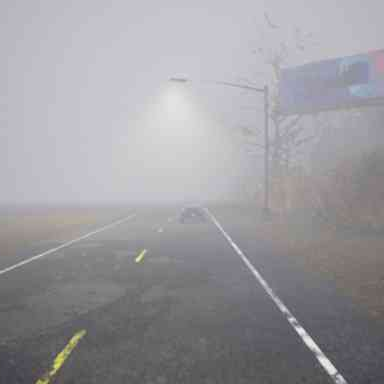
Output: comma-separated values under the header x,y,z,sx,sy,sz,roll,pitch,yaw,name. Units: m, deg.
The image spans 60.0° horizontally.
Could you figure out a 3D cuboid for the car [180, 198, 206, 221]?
x,y,z,sx,sy,sz,roll,pitch,yaw,name
0.076,1.428,25.710,1.812,1.442,4.674,0,0,0,car
